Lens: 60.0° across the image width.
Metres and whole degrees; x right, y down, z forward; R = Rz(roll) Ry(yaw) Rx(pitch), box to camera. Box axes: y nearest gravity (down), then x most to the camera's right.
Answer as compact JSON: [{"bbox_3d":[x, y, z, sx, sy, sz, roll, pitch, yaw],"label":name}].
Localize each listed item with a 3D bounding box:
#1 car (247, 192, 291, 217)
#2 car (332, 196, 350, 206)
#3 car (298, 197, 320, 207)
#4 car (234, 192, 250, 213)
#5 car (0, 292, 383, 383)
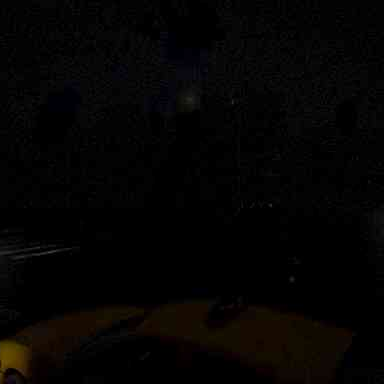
[{"bbox_3d":[7.062,1.154,29.380,2.097,1.767,4.553,0,0,36],"label":"car"},{"bbox_3d":[23.205,1.337,51.630,2.128,1.511,4.902,0,0,36],"label":"car"},{"bbox_3d":[16.954,1.398,47.866,2.033,1.411,5.357,0,0,36],"label":"car"},{"bbox_3d":[6.281,1.008,33.319,2.150,2.045,5.566,0,0,36],"label":"car"},{"bbox_3d":[0.066,1.523,2.764,4.829,1.417,1.752,0,0,36],"label":"car"}]
